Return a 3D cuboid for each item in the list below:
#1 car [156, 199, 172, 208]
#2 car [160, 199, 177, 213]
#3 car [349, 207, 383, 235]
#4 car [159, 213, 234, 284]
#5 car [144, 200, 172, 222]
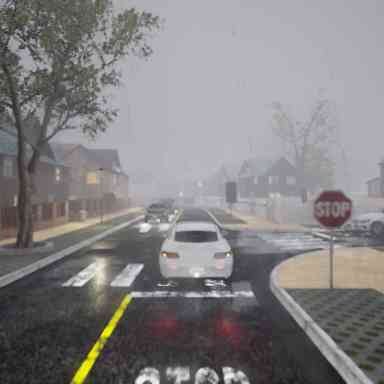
[{"bbox_3d":[-4.807,1.887,56.637,1.812,1.442,4.674,0,-1,-16],"label":"car"},{"bbox_3d":[-2.907,1.746,36.655,1.994,1.385,4.181,0,0,-1],"label":"car"},{"bbox_3d":[10.457,1.331,16.844,4.674,1.442,1.812,-1,0,0],"label":"car"},{"bbox_3d":[0.103,1.576,9.648,1.812,1.442,4.674,0,0,0],"label":"car"},{"bbox_3d":[-2.834,1.664,27.625,1.812,1.442,4.674,0,0,-1],"label":"car"}]
